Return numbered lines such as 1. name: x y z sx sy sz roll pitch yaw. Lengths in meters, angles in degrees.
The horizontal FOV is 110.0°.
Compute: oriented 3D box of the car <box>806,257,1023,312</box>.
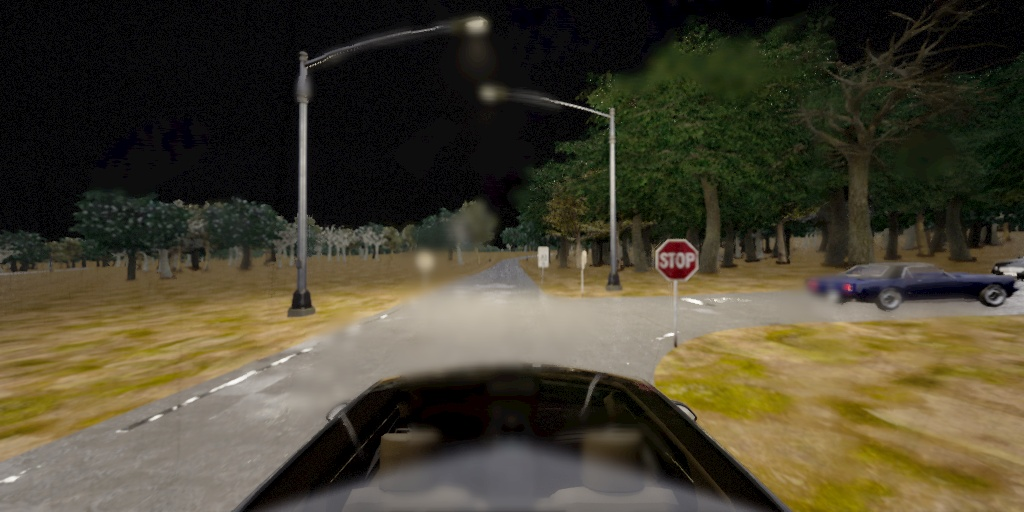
1. car: 12.127 0.880 11.043 4.718 1.301 1.895 -3 -1 1
